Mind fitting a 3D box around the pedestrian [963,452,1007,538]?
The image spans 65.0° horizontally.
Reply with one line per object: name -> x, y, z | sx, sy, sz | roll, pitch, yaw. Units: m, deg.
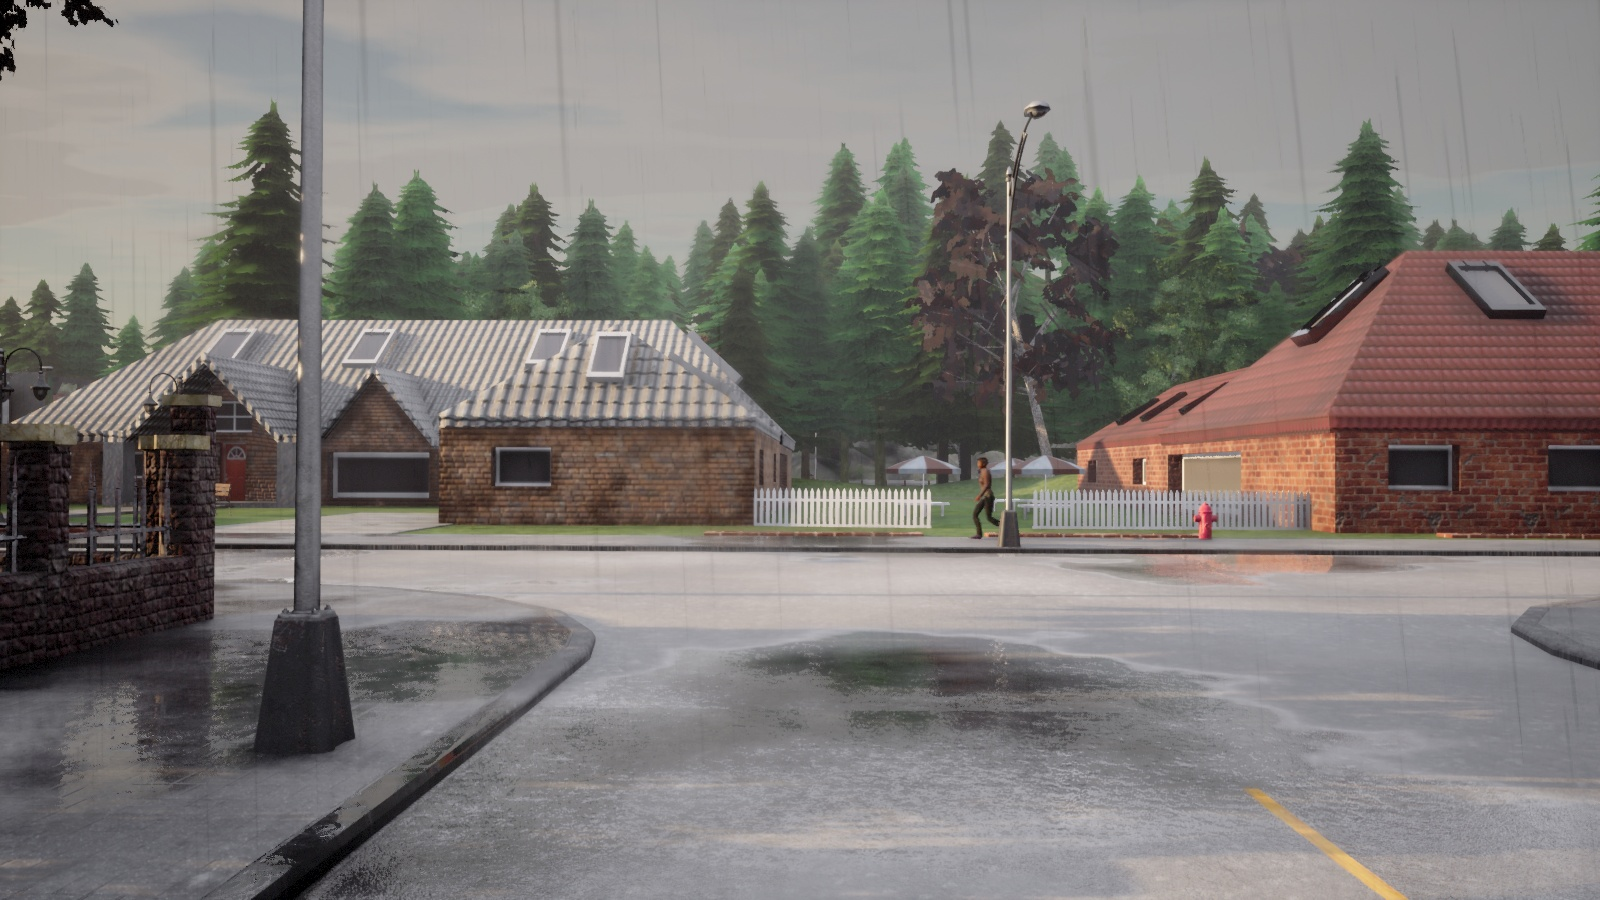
pedestrian -> 3.934, 0.957, 26.748 | 0.869, 1.805, 0.328 | 0, -1, 0
